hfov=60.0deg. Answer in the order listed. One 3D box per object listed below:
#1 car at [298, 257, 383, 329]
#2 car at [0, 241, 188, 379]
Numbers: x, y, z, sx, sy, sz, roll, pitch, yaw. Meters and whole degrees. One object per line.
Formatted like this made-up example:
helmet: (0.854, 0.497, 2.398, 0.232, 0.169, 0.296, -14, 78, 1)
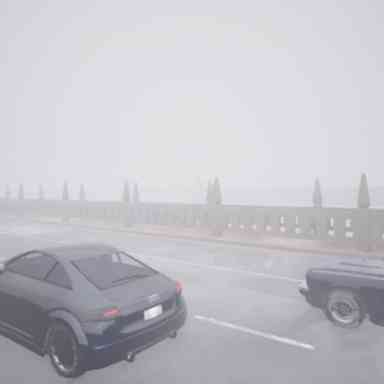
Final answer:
car: (4.244, 1.603, 5.269, 4.718, 1.301, 1.895, 0, 0, 36)
car: (-2.131, 1.547, 5.562, 4.181, 1.385, 1.994, 0, 0, 36)
